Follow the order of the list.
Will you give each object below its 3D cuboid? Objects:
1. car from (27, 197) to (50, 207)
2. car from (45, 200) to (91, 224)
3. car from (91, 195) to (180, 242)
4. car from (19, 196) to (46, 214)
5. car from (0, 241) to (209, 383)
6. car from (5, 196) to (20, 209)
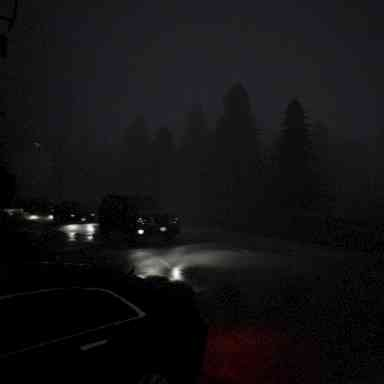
[{"bbox_3d":[-22.066,1.387,47.712,1.895,1.301,4.718,1,0,-37],"label":"car"},{"bbox_3d":[-8.893,1.447,24.505,2.033,1.411,5.357,1,0,-37],"label":"car"},{"bbox_3d":[-2.775,1.183,16.154,2.150,2.045,5.566,1,0,-35],"label":"car"},{"bbox_3d":[-15.184,1.321,32.739,1.882,1.535,5.008,1,0,-38],"label":"car"},{"bbox_3d":[-2.058,1.481,2.822,4.892,1.490,1.837,1,-1,-38],"label":"car"},{"bbox_3d":[-22.292,1.249,42.036,1.882,1.535,5.008,1,0,-37],"label":"car"}]
